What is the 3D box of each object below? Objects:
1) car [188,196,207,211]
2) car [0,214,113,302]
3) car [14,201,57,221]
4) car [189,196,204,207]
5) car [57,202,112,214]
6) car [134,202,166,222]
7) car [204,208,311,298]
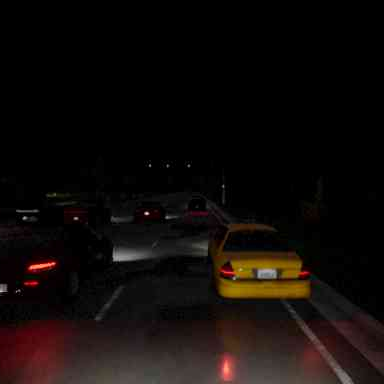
[{"bbox_3d":[0.567,1.292,36.542,2.128,1.511,4.902,0,0,1],"label":"car"},{"bbox_3d":[-3.279,1.479,8.013,1.812,1.442,4.674,0,0,1],"label":"car"},{"bbox_3d":[-10.088,1.361,22.615,2.128,1.511,4.902,0,0,1],"label":"car"},{"bbox_3d":[0.669,1.311,46.631,1.994,1.385,4.181,0,0,1],"label":"car"},{"bbox_3d":[-6.602,1.356,21.524,1.882,1.535,5.008,0,0,1],"label":"car"},{"bbox_3d":[-3.061,1.427,24.744,1.994,1.385,4.181,0,0,1],"label":"car"},{"bbox_3d":[1.359,1.410,8.439,1.801,1.575,5.366,0,0,1],"label":"car"}]
